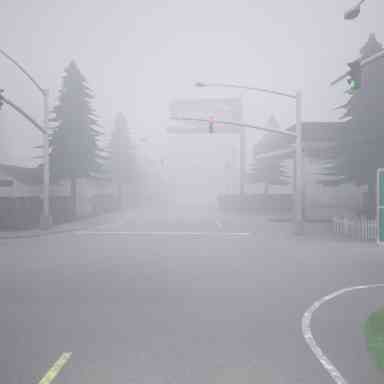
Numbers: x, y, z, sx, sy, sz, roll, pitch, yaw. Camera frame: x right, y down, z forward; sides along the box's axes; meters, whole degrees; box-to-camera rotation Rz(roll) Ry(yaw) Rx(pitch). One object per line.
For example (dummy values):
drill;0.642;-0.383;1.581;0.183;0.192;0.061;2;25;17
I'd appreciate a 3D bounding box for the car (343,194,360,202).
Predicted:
car;35.187;1.489;71.700;2.007;1.523;4.514;0;0;0

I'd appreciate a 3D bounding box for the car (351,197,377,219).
car;14.465;1.505;24.923;3.866;1.878;1.905;0;0;0

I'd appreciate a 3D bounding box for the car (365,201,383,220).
car;18.814;1.672;30.576;4.611;1.667;2.242;0;0;0

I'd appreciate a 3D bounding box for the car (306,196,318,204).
car;22.753;1.552;63.957;1.970;1.475;3.806;0;0;0
